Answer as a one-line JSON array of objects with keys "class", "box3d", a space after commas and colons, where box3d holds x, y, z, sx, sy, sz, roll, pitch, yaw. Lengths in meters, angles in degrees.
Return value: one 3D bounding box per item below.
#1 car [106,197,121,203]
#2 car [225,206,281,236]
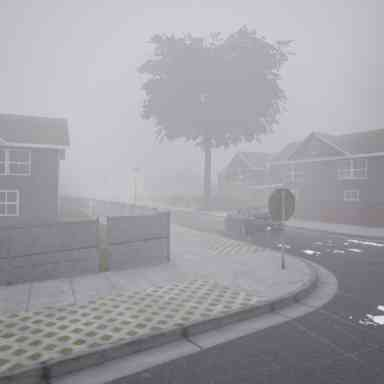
[{"class": "car", "box3d": [-12.504, 1.532, 52.347, 1.812, 1.442, 4.674, 0, 0, -23]}, {"class": "car", "box3d": [3.227, 1.538, 18.421, 1.837, 1.490, 4.892, -4, 0, -11]}]
